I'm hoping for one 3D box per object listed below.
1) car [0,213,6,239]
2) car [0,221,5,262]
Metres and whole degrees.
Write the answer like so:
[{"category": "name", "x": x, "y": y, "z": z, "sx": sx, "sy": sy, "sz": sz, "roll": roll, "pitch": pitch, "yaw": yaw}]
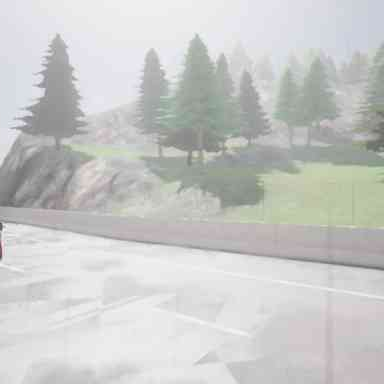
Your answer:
[{"category": "car", "x": -12.155, "y": 1.783, "z": 18.331, "sx": 4.718, "sy": 1.301, "sz": 1.895, "roll": 0, "pitch": -1, "yaw": 42}, {"category": "car", "x": -7.649, "y": 1.322, "z": 9.861, "sx": 5.566, "sy": 2.045, "sz": 2.150, "roll": 0, "pitch": 0, "yaw": 39}]
